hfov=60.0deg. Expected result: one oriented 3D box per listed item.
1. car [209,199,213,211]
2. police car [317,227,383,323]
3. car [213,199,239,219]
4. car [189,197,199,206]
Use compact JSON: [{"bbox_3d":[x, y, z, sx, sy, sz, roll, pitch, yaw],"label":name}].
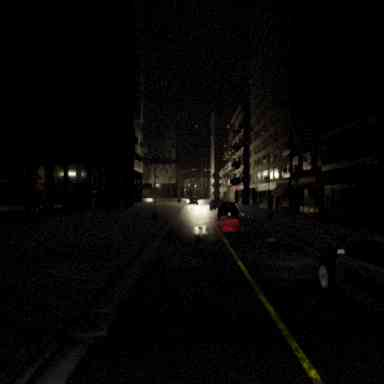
[{"bbox_3d":[3.227,1.659,43.790,1.882,1.535,5.008,0,0,1],"label":"car"},{"bbox_3d":[3.920,1.463,6.123,1.930,1.638,5.238,0,0,0],"label":"police car"},{"bbox_3d":[3.179,1.621,30.498,1.837,1.490,4.892,0,0,1],"label":"car"},{"bbox_3d":[0.299,1.784,61.811,1.837,1.490,4.892,0,0,0],"label":"car"}]
